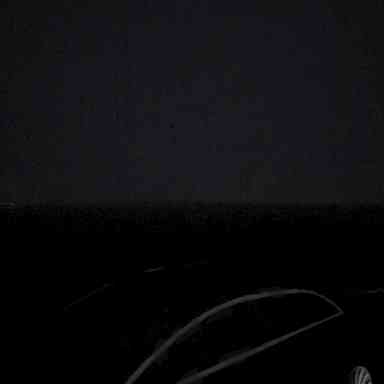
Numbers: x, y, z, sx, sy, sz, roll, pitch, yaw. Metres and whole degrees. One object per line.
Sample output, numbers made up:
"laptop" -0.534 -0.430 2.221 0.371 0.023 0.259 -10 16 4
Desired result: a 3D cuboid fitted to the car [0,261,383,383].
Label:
"car" -0.157 1.497 2.965 4.902 1.511 2.128 0 0 -36
